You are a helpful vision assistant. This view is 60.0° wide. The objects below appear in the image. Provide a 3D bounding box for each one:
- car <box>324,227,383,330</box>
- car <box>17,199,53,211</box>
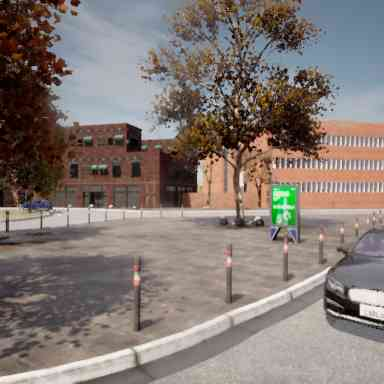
[{"bbox_3d":[4.248,1.500,6.720,2.128,1.511,4.902,0,0,41],"label":"car"},{"bbox_3d":[-19.697,1.578,41.746,4.674,1.442,1.812,0,-1,21],"label":"car"}]
